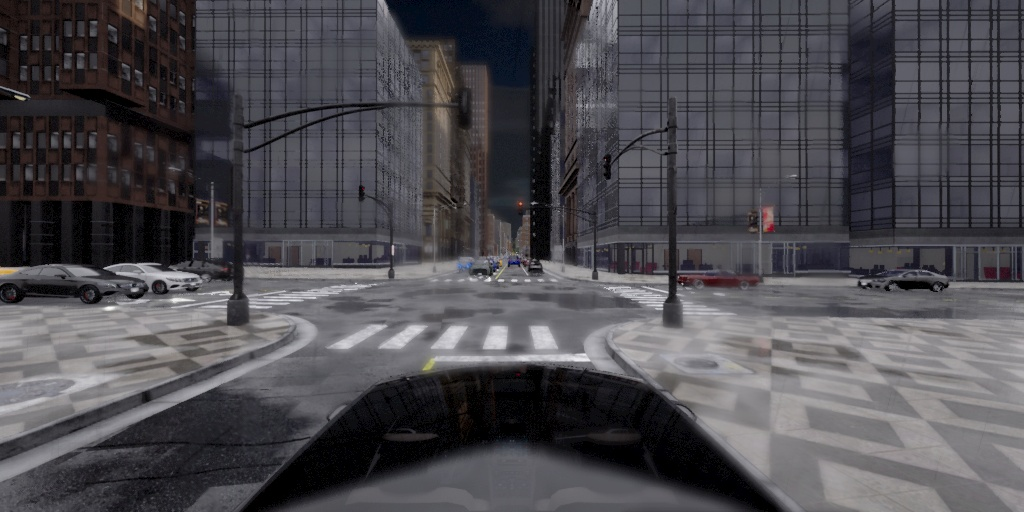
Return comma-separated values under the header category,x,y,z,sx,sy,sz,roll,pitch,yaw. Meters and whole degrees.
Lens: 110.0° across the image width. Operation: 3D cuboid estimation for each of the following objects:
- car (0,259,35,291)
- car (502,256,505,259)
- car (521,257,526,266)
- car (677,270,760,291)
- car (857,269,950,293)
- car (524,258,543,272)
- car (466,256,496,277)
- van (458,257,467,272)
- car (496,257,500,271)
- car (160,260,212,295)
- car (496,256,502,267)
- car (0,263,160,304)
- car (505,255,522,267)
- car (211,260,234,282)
category,x,y,z,sx,sy,sz,roll,pitch,yaw
car,-26.904,0.885,17.407,5.008,1.535,1.882,1,0,1
car,-2.780,1.158,63.927,1.882,1.535,5.008,0,0,1
car,2.937,1.267,61.605,1.802,1.307,4.207,0,0,0
car,13.580,1.567,23.914,4.718,1.301,1.895,1,0,0
car,25.917,1.625,23.852,4.902,1.511,2.128,1,0,0
car,2.842,1.281,44.657,1.948,1.339,4.313,0,0,0
car,-2.959,1.079,35.492,2.097,1.767,4.553,0,0,0
van,-5.683,1.056,44.703,1.690,1.789,3.998,0,0,0
car,-2.924,1.193,44.613,1.882,1.535,5.008,0,0,1
car,-17.759,1.051,17.364,4.674,1.442,1.812,1,0,0
car,-2.866,1.205,54.078,1.837,1.490,4.892,0,0,0
car,-17.231,1.045,14.108,4.674,1.442,1.812,1,0,-1
car,0.381,0.903,63.878,2.150,2.045,5.566,0,0,0
car,-21.176,1.010,24.081,4.892,1.490,1.837,1,0,0
